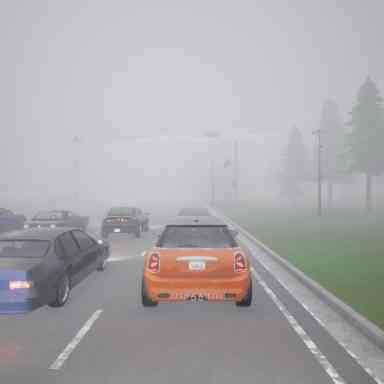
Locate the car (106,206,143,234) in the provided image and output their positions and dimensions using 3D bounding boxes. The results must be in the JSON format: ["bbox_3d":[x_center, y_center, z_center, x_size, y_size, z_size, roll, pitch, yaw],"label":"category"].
[{"bbox_3d":[-3.420,1.505,17.615,1.837,1.490,4.892,0,0,0],"label":"car"}]

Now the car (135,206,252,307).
[{"bbox_3d":[0.092,1.352,8.145,2.097,1.767,4.553,0,0,0],"label":"car"}]

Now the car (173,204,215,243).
[{"bbox_3d":[0.082,1.478,17.172,1.882,1.535,5.008,0,0,0],"label":"car"}]

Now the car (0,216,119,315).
[{"bbox_3d":[-3.407,1.547,7.870,2.033,1.411,5.357,0,0,0],"label":"car"}]

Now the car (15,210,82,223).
[{"bbox_3d":[-6.918,1.601,17.364,1.895,1.301,4.718,0,0,0],"label":"car"}]

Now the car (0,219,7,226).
[{"bbox_3d":[-6.918,1.601,8.256,1.895,1.301,4.718,0,0,0],"label":"car"}]

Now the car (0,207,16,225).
[{"bbox_3d":[-10.419,1.478,17.160,1.882,1.535,5.008,0,0,0],"label":"car"}]
